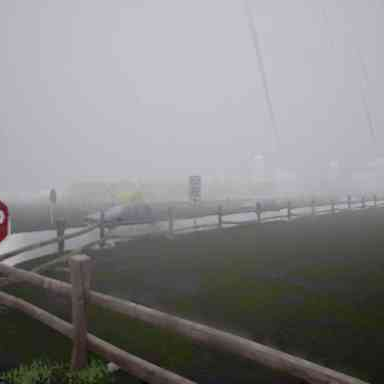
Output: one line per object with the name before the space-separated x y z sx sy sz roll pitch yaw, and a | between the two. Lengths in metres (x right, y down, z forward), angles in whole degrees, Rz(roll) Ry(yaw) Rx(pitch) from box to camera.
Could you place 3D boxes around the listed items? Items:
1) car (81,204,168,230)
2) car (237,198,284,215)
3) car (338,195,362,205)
car | -3.988 1.451 20.629 5.357 1.411 2.033 -1 1 -44
car | 6.410 1.266 30.750 5.357 1.411 2.033 -1 1 -44
car | 21.823 1.049 45.625 4.718 1.301 1.895 -1 1 -44
